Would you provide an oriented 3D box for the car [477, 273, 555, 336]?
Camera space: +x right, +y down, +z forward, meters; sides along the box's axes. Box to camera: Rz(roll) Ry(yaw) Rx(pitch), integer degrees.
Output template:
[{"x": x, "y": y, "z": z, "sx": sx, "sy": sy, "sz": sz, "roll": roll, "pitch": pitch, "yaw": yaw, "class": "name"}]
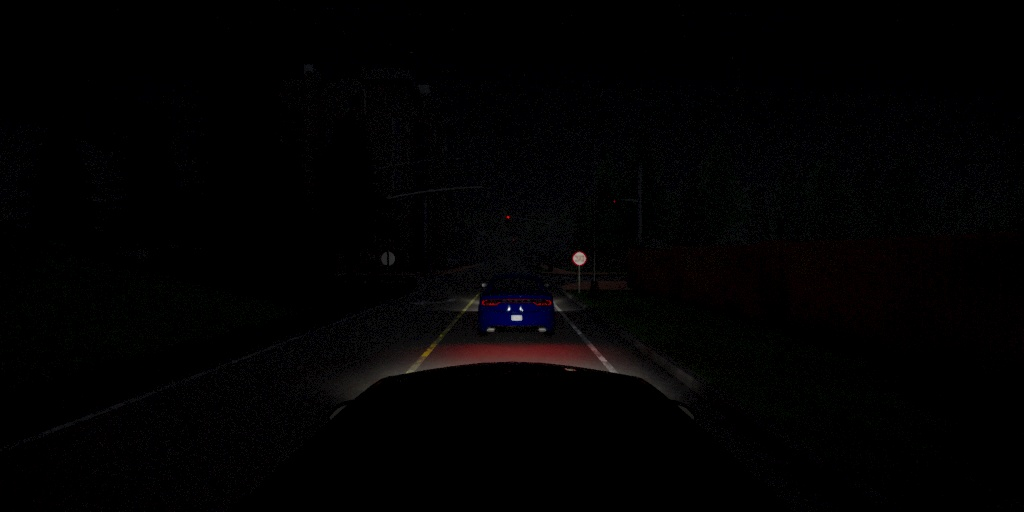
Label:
[{"x": 0.100, "y": 1.228, "z": 10.458, "sx": 1.882, "sy": 1.535, "sz": 5.008, "roll": 0, "pitch": 0, "yaw": 0, "class": "car"}]
